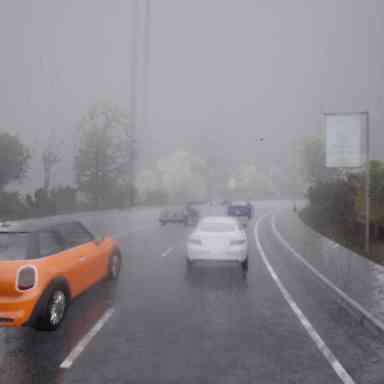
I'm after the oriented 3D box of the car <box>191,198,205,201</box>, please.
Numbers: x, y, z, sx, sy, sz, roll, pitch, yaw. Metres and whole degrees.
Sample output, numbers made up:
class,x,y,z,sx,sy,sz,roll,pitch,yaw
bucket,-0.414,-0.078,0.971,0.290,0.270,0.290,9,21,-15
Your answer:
class,x,y,z,sx,sy,sz,roll,pitch,yaw
car,0.580,1.545,49.443,1.895,1.301,4.718,0,0,25

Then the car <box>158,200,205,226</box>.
class,x,y,z,sx,sy,sz,roll,pitch,yaw
car,-0.753,1.525,22.995,2.033,1.411,5.357,0,0,13

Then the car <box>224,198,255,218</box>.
class,x,y,z,sx,sy,sz,roll,pitch,yaw
car,4.319,1.469,28.684,1.882,1.535,5.008,0,0,16

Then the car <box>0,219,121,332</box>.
class,x,y,z,sx,sy,sz,roll,pitch,yaw
car,-3.056,1.338,7.030,2.097,1.767,4.553,0,0,5

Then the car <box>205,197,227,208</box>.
class,x,y,z,sx,sy,sz,roll,pitch,yaw
car,4.158,1.456,48.778,2.128,1.511,4.902,0,0,25

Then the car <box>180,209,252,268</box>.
class,x,y,z,sx,sy,sz,roll,pitch,yaw
car,0.896,1.520,11.276,1.812,1.442,4.674,0,0,6
